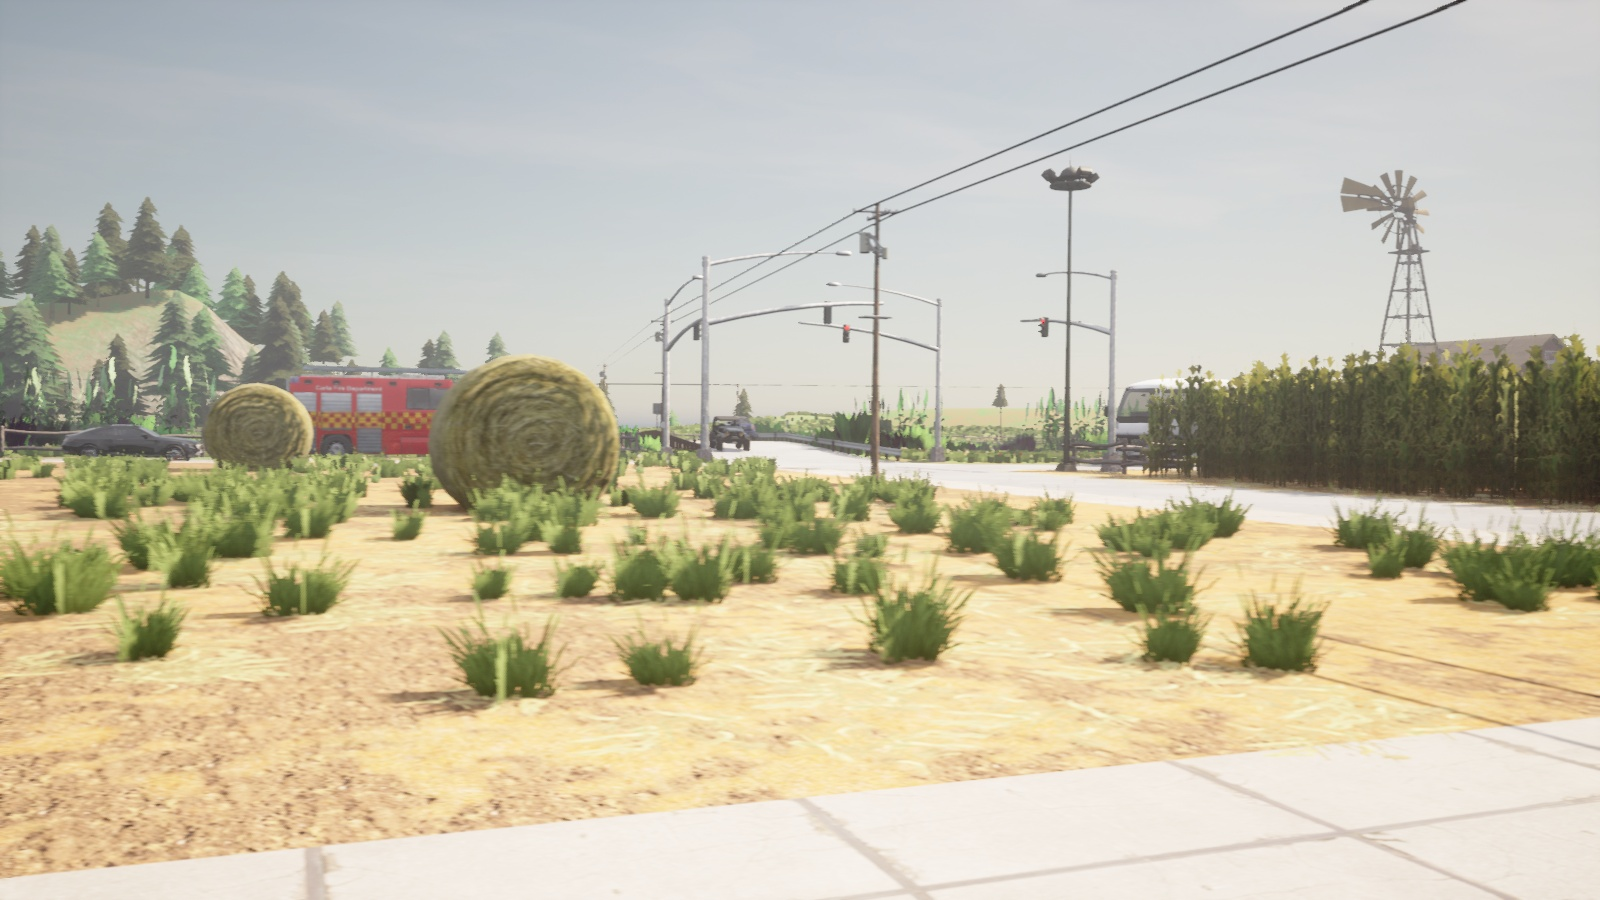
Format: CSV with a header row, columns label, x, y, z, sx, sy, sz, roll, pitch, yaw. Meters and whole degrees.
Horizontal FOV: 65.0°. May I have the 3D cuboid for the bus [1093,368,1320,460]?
label,x,y,z,sx,sy,sz,roll,pitch,yaw
bus,19.863,-1.767,61.442,10.273,4.253,3.944,-1,1,-20

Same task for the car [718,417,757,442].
label,x,y,z,sx,sy,sz,roll,pitch,yaw
car,-4.515,-1.438,89.786,2.097,1.767,4.553,-1,0,-12

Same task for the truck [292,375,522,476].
label,x,y,z,sx,sy,sz,roll,pitch,yaw
truck,-15.612,-1.025,50.276,8.468,3.827,2.891,-1,1,-17

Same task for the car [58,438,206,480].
label,x,y,z,sx,sy,sz,roll,pitch,yaw
car,-25.119,0.316,47.386,4.674,1.442,1.812,-1,1,-17

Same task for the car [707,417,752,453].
label,x,y,z,sx,sy,sz,roll,pitch,yaw
car,-4.100,-0.884,72.428,1.905,1.878,3.866,-1,4,-14
